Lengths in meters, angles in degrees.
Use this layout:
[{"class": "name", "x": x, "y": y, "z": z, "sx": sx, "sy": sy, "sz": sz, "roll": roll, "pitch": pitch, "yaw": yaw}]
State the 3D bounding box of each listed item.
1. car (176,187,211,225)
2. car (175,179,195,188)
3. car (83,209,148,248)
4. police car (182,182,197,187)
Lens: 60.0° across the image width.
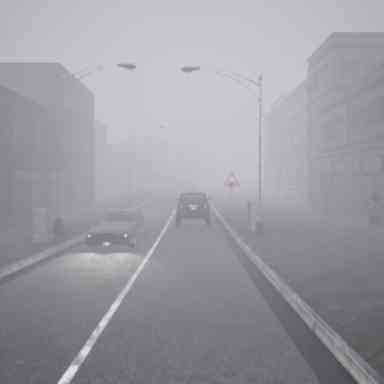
[{"class": "car", "x": 0.085, "y": 0.948, "z": 22.017, "sx": 2.150, "sy": 2.045, "sz": 5.566, "roll": 0, "pitch": 2, "yaw": 0}, {"class": "car", "x": -1.098, "y": -1.485, "z": 61.832, "sx": 2.150, "sy": 2.045, "sz": 5.566, "roll": 1, "pitch": 3, "yaw": 23}, {"class": "car", "x": -3.110, "y": 1.465, "z": 14.750, "sx": 2.033, "sy": 1.411, "sz": 5.357, "roll": 0, "pitch": 1, "yaw": 0}, {"class": "police car", "x": 0.065, "y": 0.075, "z": 40.921, "sx": 1.930, "sy": 1.638, "sz": 5.238, "roll": 0, "pitch": 4, "yaw": 0}]
